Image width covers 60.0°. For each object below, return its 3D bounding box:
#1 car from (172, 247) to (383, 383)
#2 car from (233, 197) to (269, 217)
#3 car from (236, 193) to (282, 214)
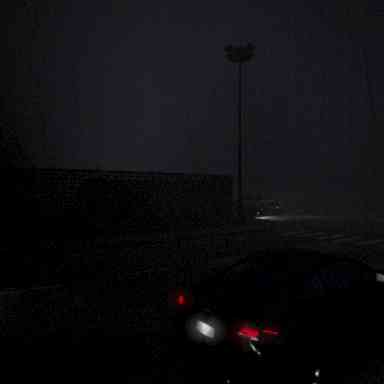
[{"bbox_3d":[1.789,1.563,5.018,4.181,1.385,1.994,0,0,-35],"label":"car"},{"bbox_3d":[4.303,1.492,31.509,2.033,1.411,5.357,0,0,-35],"label":"car"},{"bbox_3d":[6.634,1.166,34.267,2.150,2.045,5.566,0,0,-35],"label":"car"}]
